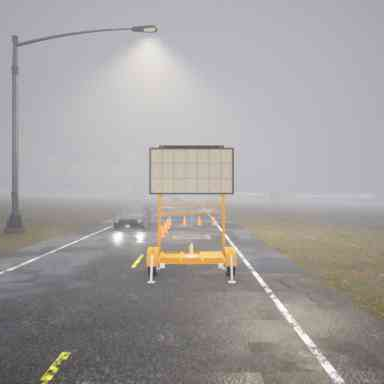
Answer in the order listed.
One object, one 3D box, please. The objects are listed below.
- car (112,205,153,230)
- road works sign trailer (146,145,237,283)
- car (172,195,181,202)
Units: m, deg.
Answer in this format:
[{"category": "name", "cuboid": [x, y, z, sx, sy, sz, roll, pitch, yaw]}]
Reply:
[{"category": "car", "cuboid": [-3.620, 1.549, 21.345, 2.033, 1.411, 5.357, 0, 0, 0]}, {"category": "road works sign trailer", "cuboid": [-0.010, 0.465, 9.619, 2.380, 3.560, 2.880, 0, 0, 0]}, {"category": "car", "cuboid": [-3.573, 1.482, 77.330, 1.882, 1.535, 5.008, 0, 0, 0]}]
